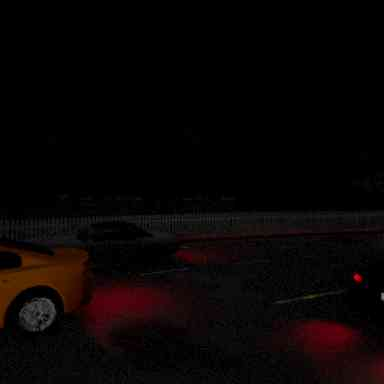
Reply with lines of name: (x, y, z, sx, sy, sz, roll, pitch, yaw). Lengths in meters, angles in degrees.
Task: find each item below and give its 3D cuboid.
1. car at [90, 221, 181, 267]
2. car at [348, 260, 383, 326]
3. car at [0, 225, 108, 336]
car: (-2.811, 1.601, 10.123, 4.718, 1.301, 1.895, 0, 0, -29)
car: (4.804, 1.564, 5.767, 4.181, 1.385, 1.994, 0, 0, -24)
car: (-4.112, 1.477, 5.158, 5.008, 1.535, 1.882, 0, 0, -33)
